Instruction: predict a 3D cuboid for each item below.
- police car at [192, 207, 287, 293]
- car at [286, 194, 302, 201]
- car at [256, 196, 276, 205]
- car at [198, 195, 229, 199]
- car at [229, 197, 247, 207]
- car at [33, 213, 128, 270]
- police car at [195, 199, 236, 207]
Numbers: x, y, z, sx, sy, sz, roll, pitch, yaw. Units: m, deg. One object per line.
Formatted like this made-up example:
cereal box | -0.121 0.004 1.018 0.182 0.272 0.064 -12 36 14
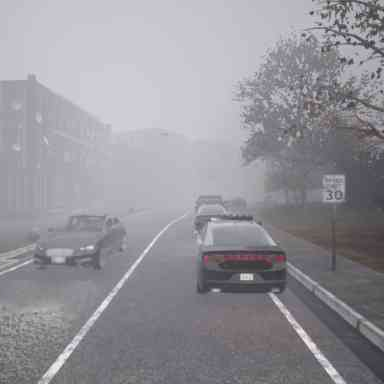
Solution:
police car | 1.051 1.428 8.973 1.930 1.638 5.238 0 0 0
car | 21.439 1.036 68.669 4.674 1.442 1.812 -2 0 -32
car | 12.262 1.308 55.298 1.812 1.442 4.674 -1 1 40
car | 1.389 1.226 24.657 2.150 2.045 5.566 0 0 5
car | 5.939 1.406 45.017 1.882 1.535 5.008 0 0 28
car | -3.425 1.494 11.051 2.128 1.511 4.902 0 0 1
police car | 1.103 1.429 18.910 1.930 1.638 5.238 0 0 1
